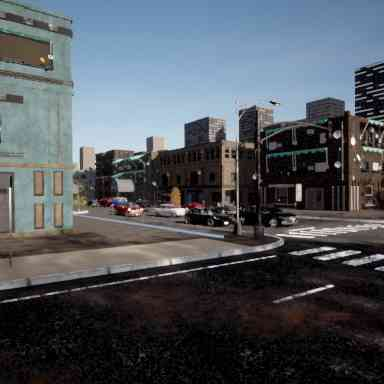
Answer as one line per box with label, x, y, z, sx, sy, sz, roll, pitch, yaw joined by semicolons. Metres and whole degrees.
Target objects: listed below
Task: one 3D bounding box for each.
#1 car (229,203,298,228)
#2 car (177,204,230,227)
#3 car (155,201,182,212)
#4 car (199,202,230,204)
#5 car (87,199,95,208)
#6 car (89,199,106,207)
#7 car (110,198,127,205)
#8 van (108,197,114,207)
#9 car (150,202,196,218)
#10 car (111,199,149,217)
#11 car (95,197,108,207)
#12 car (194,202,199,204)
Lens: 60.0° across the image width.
car;5.242;1.690;23.938;1.837;1.490;4.892;-1;-1;-37
car;1.107;1.814;24.910;1.947;1.339;4.313;-2;0;-36
car;-3.262;1.965;45.648;1.802;1.307;4.206;-2;0;-36
car;3.173;1.809;36.642;2.008;1.369;4.403;-2;0;-36
car;-19.167;2.158;63.466;2.128;1.511;4.902;-1;0;-36
car;-19.354;2.227;68.165;1.887;1.381;4.507;-1;0;-36
car;-8.329;1.926;42.816;1.882;1.535;5.008;-1;0;-36
van;-12.922;1.906;59.159;1.690;1.788;3.998;-1;0;-36
car;-2.038;1.927;33.991;1.895;1.301;4.718;-1;0;-36
car;-6.865;1.846;36.271;1.967;1.590;4.097;-1;0;-36
car;-16.141;1.939;63.662;2.192;1.841;5.009;-1;0;-36
car;-0.044;1.903;41.146;1.802;1.307;4.206;-2;0;-36
